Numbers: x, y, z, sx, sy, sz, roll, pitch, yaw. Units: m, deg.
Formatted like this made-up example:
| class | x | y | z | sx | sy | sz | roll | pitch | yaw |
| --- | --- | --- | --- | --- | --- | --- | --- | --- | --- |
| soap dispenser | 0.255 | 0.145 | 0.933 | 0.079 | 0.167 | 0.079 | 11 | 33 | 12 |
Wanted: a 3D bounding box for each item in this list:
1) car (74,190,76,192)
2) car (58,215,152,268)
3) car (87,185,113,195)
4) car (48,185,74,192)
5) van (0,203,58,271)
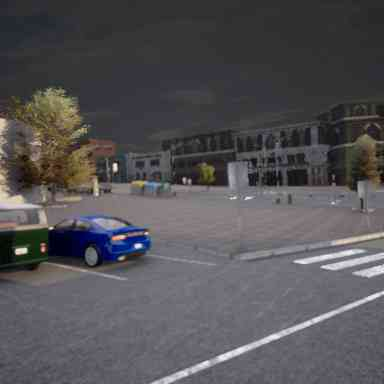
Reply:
| class | x | y | z | sx | sy | sz | roll | pitch | yaw |
| --- | --- | --- | --- | --- | --- | --- | --- | --- | --- |
| car | -17.195 | -0.596 | 56.653 | 2.231 | 1.521 | 4.892 | 1 | 6 | 15 |
| car | -3.650 | 1.532 | 11.544 | 5.008 | 1.535 | 2.097 | -1 | -1 | 35 |
| car | -14.785 | -0.439 | 54.930 | 2.163 | 1.488 | 4.792 | 1 | 6 | 16 |
| car | -24.566 | -1.072 | 61.533 | 2.185 | 1.767 | 4.553 | 0 | 6 | 14 |
| van | -6.209 | 1.307 | 9.896 | 4.442 | 1.987 | 1.878 | -1 | -1 | 35 |
